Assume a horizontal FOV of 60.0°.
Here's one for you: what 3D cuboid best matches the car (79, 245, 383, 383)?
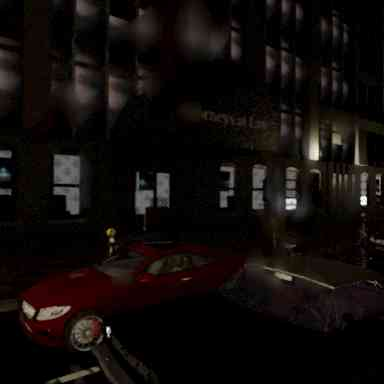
[{"bbox_3d":[1.259,1.617,4.267,4.718,1.301,1.895,0,0,-35],"label":"car"}]

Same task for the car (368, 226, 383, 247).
[{"bbox_3d":[8.281,1.651,12.443,4.206,1.307,1.802,0,0,-35],"label":"car"}]

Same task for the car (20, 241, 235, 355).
[{"bbox_3d":[-0.745,1.595,6.020,4.206,1.307,1.802,0,0,-35],"label":"car"}]
